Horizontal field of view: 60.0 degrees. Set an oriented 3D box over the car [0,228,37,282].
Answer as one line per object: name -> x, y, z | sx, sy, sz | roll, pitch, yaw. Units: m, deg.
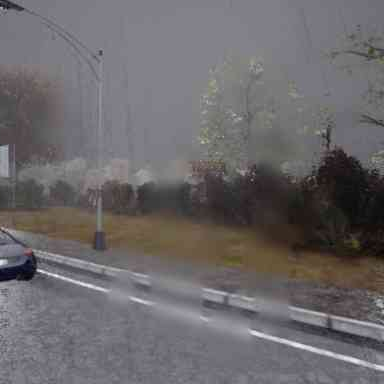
car -> -5.889, 1.571, 8.803 | 4.181, 1.385, 1.994 | 0, 0, 40
